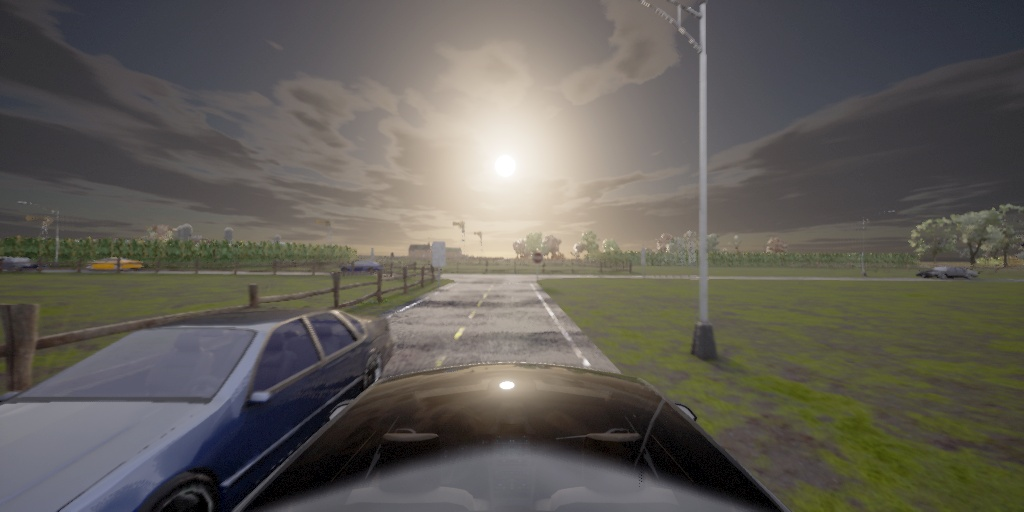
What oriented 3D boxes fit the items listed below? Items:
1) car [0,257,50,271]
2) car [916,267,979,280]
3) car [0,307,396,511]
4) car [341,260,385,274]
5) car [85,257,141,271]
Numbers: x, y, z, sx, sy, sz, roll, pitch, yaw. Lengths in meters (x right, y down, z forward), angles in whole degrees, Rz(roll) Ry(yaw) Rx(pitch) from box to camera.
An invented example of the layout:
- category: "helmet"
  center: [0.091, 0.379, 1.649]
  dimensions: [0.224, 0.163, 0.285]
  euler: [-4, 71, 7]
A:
- category: "car"
  center: [-51.656, 0.832, 37.222]
  dimensions: [5.357, 1.411, 2.033]
  euler: [1, -1, 0]
- category: "car"
  center: [48.875, 1.891, 40.298]
  dimensions: [5.357, 1.411, 2.033]
  euler: [1, -1, 0]
- category: "car"
  center: [-2.849, 1.302, 3.734]
  dimensions: [2.033, 1.411, 5.357]
  euler: [0, 0, 0]
- category: "car"
  center: [-16.647, 1.217, 40.085]
  dimensions: [4.674, 1.442, 1.812]
  euler: [1, -1, 0]
- category: "car"
  center: [-44.539, 0.881, 40.023]
  dimensions: [5.008, 1.535, 1.882]
  euler: [1, -1, 0]
